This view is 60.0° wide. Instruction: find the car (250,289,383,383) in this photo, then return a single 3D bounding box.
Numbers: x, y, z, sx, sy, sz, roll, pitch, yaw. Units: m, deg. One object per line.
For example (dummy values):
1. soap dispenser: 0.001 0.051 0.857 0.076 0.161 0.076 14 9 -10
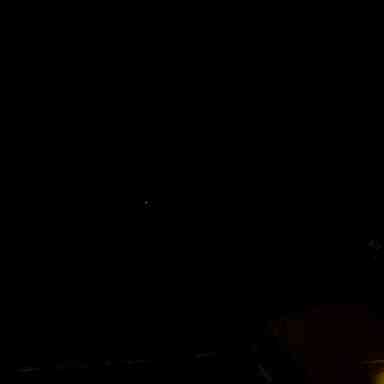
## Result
1. car: 3.094 1.530 3.629 4.829 1.417 1.752 1 1 -10
